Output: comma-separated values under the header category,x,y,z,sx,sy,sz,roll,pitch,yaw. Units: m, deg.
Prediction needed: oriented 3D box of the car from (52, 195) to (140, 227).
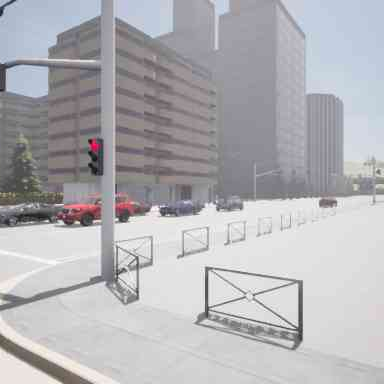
category,x,y,z,sx,sy,sz,roll,pitch,yaw
car,-6.618,1.221,23.569,2.150,2.045,5.566,0,0,35

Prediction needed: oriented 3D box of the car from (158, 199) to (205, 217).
category,x,y,z,sx,sy,sz,roll,pitch,yaw
car,-1.075,1.601,31.614,1.895,1.301,4.718,0,0,35

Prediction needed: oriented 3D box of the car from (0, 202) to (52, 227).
category,x,y,z,sx,sy,sz,roll,pitch,yaw
car,-11.281,1.492,22.970,2.128,1.511,4.902,0,0,35

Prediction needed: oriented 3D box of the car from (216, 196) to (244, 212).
category,x,y,z,sx,sy,sz,roll,pitch,yaw
car,4.609,1.526,39.837,1.812,1.442,4.674,0,0,35

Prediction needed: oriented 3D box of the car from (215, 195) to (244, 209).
category,x,y,z,sx,sy,sz,roll,pitch,yaw
car,5.314,1.352,46.984,2.097,1.767,4.553,0,0,35

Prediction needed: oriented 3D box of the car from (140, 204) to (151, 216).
category,x,y,z,sx,sy,sz,roll,pitch,yaw
car,-6.022,1.601,30.602,1.895,1.301,4.718,0,0,35

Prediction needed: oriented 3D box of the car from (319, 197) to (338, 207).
category,x,y,z,sx,sy,sz,roll,pitch,yaw
car,20.802,1.478,50.701,1.882,1.535,5.008,0,0,35
